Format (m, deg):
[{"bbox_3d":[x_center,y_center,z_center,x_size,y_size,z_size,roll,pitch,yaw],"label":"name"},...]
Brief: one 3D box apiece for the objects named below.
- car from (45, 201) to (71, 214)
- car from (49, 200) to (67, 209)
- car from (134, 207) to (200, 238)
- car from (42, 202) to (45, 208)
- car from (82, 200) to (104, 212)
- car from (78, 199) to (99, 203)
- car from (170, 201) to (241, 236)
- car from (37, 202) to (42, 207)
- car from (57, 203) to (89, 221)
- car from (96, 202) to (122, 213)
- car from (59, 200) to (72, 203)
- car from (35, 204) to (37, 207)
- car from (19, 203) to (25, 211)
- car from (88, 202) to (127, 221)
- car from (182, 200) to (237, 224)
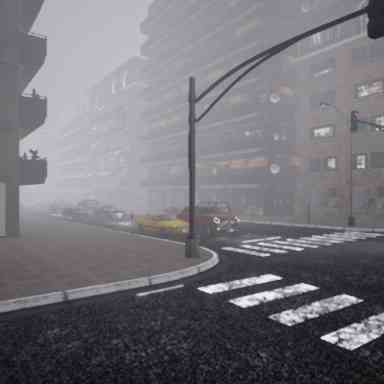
[{"bbox_3d":[-20.006,2.492,49.503,1.994,1.385,4.181,0,-1,-36],"label":"car"},{"bbox_3d":[-28.574,2.611,70.833,2.192,1.841,5.009,-1,0,-36],"label":"car"},{"bbox_3d":[-1.818,1.826,19.961,1.752,1.417,4.829,-1,0,-36],"label":"car"},{"bbox_3d":[-31.903,2.961,75.409,1.947,1.339,4.313,-1,0,-36],"label":"car"},{"bbox_3d":[-16.458,2.295,55.013,2.097,1.767,4.553,0,-1,-36],"label":"car"},{"bbox_3d":[-15.007,2.053,47.829,2.150,2.045,5.566,0,-1,-36],"label":"car"},{"bbox_3d":[0.927,1.626,20.606,2.097,1.767,4.553,0,-1,-36],"label":"car"},{"bbox_3d":[-35.240,3.038,79.986,1.887,1.381,4.507,-1,0,-36],"label":"car"},{"bbox_3d":[-11.925,2.157,33.829,1.887,1.381,4.507,-1,0,-36],"label":"car"},{"bbox_3d":[-12.433,2.278,49.555,1.801,1.575,5.366,0,-1,-36],"label":"car"},{"bbox_3d":[-20.548,2.563,55.341,1.994,1.385,4.181,0,-1,-36],"label":"car"},{"bbox_3d":[-38.571,3.156,84.566,1.947,1.339,4.313,-1,0,-36],"label":"car"},{"bbox_3d":[-31.942,2.763,61.291,1.887,1.381,4.507,-1,0,-36],"label":"car"},{"bbox_3d":[-8.172,2.046,33.105,2.128,1.511,4.902,0,-1,-36],"label":"car"},{"bbox_3d":[1.449,1.701,29.643,2.192,1.841,5.009,-2,0,-36],"label":"car"}]
